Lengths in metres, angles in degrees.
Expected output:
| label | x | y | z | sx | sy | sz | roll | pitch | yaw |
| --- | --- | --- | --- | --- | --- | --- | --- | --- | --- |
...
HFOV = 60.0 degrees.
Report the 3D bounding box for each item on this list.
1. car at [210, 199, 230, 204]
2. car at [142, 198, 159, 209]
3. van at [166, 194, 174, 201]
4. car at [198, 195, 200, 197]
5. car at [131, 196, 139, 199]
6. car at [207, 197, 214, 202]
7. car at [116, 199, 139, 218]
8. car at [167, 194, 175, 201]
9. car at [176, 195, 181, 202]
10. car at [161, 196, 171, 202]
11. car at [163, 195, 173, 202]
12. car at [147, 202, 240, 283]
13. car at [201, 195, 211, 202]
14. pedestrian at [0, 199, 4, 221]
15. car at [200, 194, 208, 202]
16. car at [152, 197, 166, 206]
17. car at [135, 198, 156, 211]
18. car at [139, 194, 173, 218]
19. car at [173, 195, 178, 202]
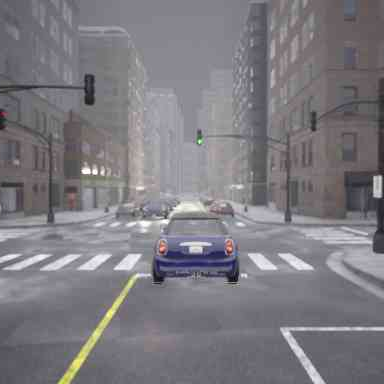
| label | x | y | z | sx | sy | sz | roll | pitch | yaw |
| --- | --- | --- | --- | --- | --- | --- | --- | --- | --- |
| car | 2.841 | 1.576 | 30.018 | 1.802 | 1.307 | 4.206 | -1 | 0 | 0 |
| car | -5.688 | 1.529 | 46.513 | 1.752 | 1.417 | 4.829 | -1 | 0 | 0 |
| van | -5.700 | 1.388 | 85.639 | 1.690 | 1.788 | 3.998 | -1 | 0 | 0 |
| car | 2.832 | 1.579 | 68.962 | 2.008 | 1.369 | 4.403 | -1 | 0 | 0 |
| car | -5.688 | 1.312 | 35.554 | 2.192 | 1.841 | 5.009 | -1 | 0 | 0 |
| car | 2.839 | 1.522 | 35.751 | 1.752 | 1.417 | 4.829 | -1 | 0 | 0 |
| car | -5.684 | 1.576 | 29.989 | 1.802 | 1.307 | 4.206 | -1 | 0 | 0 |
| car | -5.699 | 1.491 | 91.204 | 1.967 | 1.590 | 4.097 | -1 | 0 | 0 |
| car | -3.073 | 1.552 | 48.383 | 2.033 | 1.411 | 5.357 | 0 | 0 | 0 |
| car | -5.695 | 1.580 | 74.508 | 1.887 | 1.381 | 4.507 | -1 | 0 | 0 |
| car | -5.697 | 1.482 | 80.074 | 1.967 | 1.590 | 4.097 | -1 | 0 | 0 |
| car | 0.092 | 1.351 | 9.810 | 2.097 | 1.767 | 4.553 | 0 | 0 | 0 |
| car | 2.836 | 1.553 | 52.271 | 1.887 | 1.381 | 4.507 | -1 | 0 | 0 |
| pedestrian | -12.551 | 1.138 | 21.511 | 0.375 | 1.860 | 0.375 | 0 | 1 | 0 |
| car | 2.833 | 1.454 | 57.835 | 1.967 | 1.590 | 4.097 | -1 | 0 | 0 |
| car | -5.691 | 1.565 | 57.812 | 2.008 | 1.369 | 4.403 | -1 | 0 | 0 |
| car | -5.687 | 1.544 | 41.118 | 1.887 | 1.381 | 4.507 | -1 | 0 | 0 |
| car | -3.105 | 1.347 | 29.385 | 2.097 | 1.767 | 4.553 | 0 | 0 | 0 |
| car | -3.102 | 1.490 | 38.518 | 2.128 | 1.511 | 4.902 | 0 | 0 | 0 |
